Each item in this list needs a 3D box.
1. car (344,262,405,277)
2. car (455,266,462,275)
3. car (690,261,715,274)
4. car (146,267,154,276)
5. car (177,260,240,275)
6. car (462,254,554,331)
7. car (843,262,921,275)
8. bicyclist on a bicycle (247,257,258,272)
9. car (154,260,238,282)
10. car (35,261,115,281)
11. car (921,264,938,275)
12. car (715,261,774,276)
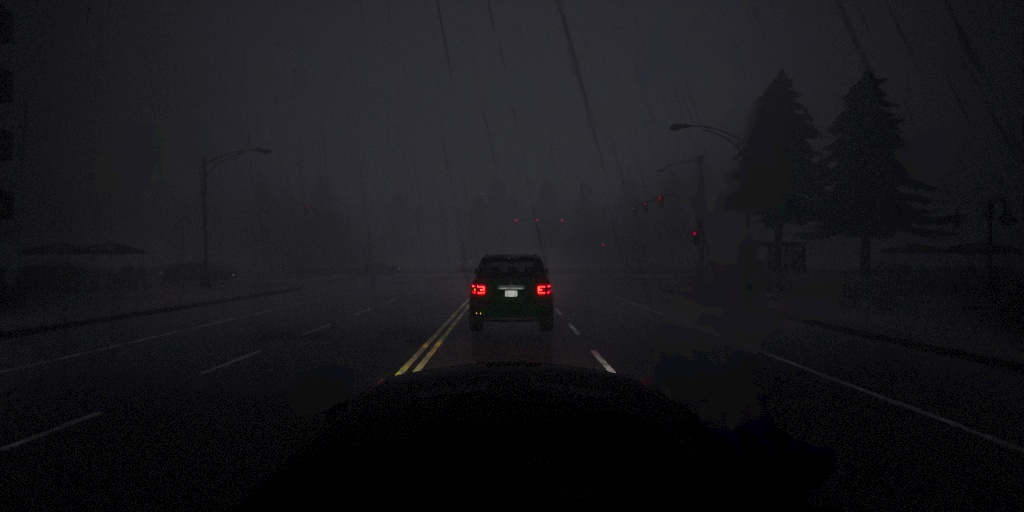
[{"bbox_3d":[-13.145,1.241,34.435,5.357,1.411,2.033,0,0,0],"label":"car"},{"bbox_3d":[-3.673,1.297,38.014,4.718,1.301,1.895,0,0,0],"label":"car"},{"bbox_3d":[21.507,1.217,38.202,4.674,1.442,1.812,0,0,0],"label":"car"},{"bbox_3d":[-27.761,1.239,30.590,5.357,1.411,2.033,0,0,-2],"label":"car"},{"bbox_3d":[-31.902,1.169,37.758,5.008,1.535,1.882,0,0,-1],"label":"car"},{"bbox_3d":[-0.018,0.971,11.060,2.150,2.045,5.566,0,0,0],"label":"car"},{"bbox_3d":[35.429,1.239,34.672,5.357,1.411,2.033,0,0,1],"label":"car"},{"bbox_3d":[-30.088,0.992,41.582,0.582,1.620,1.656,0,0,0],"label":"bicyclist on a bicycle"},{"bbox_3d":[-23.529,1.197,27.129,4.892,1.490,1.837,0,0,-1],"label":"car"},{"bbox_3d":[-32.998,1.170,26.954,5.008,1.535,1.882,0,0,-2],"label":"car"},{"bbox_3d":[41.071,1.292,37.592,4.718,1.301,1.895,0,0,9],"label":"car"},{"bbox_3d":[22.954,1.183,34.707,4.902,1.511,2.128,0,0,0],"label":"car"}]
